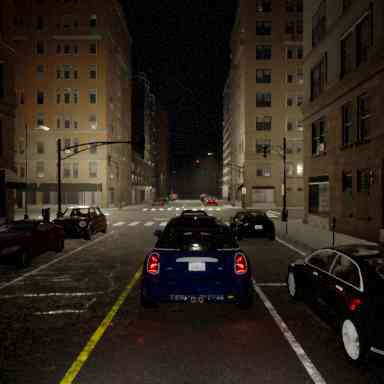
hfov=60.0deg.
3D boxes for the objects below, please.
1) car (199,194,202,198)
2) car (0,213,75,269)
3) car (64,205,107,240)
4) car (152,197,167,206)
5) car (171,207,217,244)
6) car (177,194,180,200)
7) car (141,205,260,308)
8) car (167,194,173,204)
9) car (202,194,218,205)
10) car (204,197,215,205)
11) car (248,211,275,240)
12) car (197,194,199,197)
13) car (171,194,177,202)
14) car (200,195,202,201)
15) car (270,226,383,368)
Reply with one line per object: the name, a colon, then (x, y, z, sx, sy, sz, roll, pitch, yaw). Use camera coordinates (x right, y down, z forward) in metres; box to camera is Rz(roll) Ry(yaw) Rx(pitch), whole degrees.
car: (3.181, 1.524, 75.299, 1.967, 1.590, 4.097, 0, 0, 0)
car: (-5.634, 1.582, 11.101, 1.802, 1.307, 4.206, 0, 0, 0)
car: (-5.616, 1.441, 16.603, 1.967, 1.590, 4.097, 0, 0, 0)
car: (-5.455, 1.618, 53.705, 1.802, 1.307, 4.206, 0, 0, 0)
car: (0.100, 1.565, 16.647, 1.994, 1.385, 4.181, 0, 0, 1)
car: (-5.260, 1.457, 91.565, 2.192, 1.841, 5.009, 0, 0, 0)
car: (0.105, 1.352, 8.064, 2.097, 1.767, 4.553, 0, 0, 0)
car: (-5.399, 1.607, 64.522, 2.008, 1.369, 4.403, 0, 0, 0)
car: (3.069, 1.476, 53.663, 1.967, 1.590, 4.097, 0, 0, 0)
car: (3.098, 1.571, 59.243, 1.752, 1.417, 4.829, 0, 0, 0)
car: (2.910, 1.566, 16.573, 1.947, 1.339, 4.313, 0, 0, 0)
car: (3.264, 1.457, 91.526, 2.192, 1.841, 5.009, 0, 0, 0)
car: (-5.316, 1.626, 80.577, 1.752, 1.417, 4.829, 0, 0, 0)
car: (3.126, 1.607, 64.481, 2.008, 1.369, 4.403, 0, 0, 0)
car: (2.873, 1.551, 5.571, 2.008, 1.369, 4.403, 0, 0, 0)
